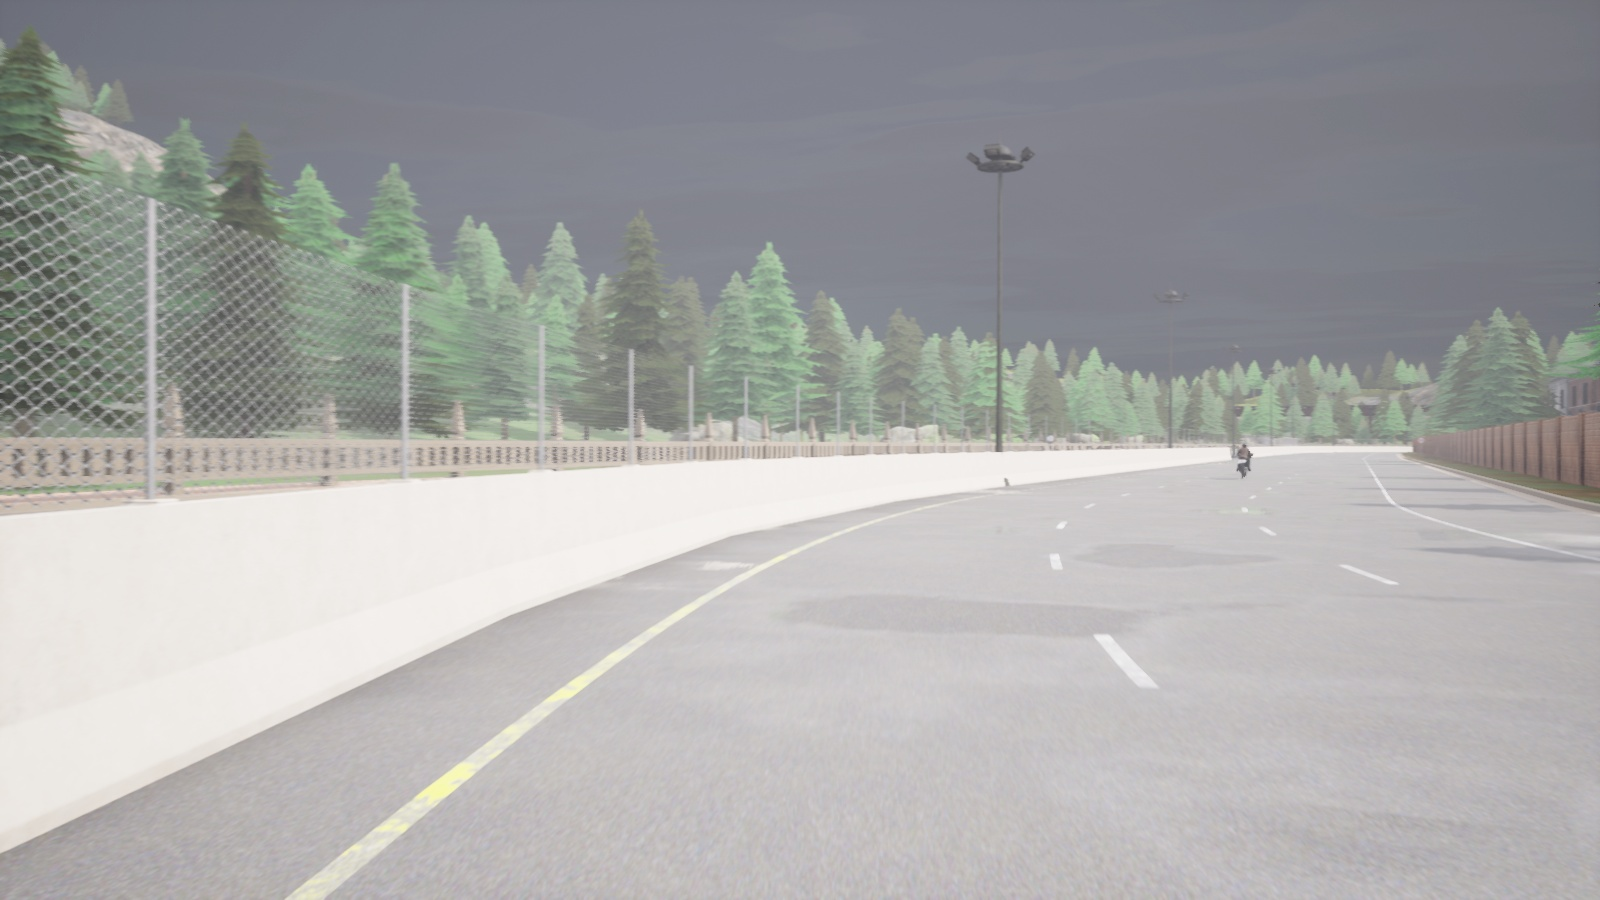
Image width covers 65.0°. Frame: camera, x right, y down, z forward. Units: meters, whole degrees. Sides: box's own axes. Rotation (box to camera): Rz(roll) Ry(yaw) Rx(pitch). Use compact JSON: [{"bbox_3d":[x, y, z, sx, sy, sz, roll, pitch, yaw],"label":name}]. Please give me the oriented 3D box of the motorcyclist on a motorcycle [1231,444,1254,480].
[{"bbox_3d":[19.222,0.519,54.521,0.797,1.523,2.044,0,0,24],"label":"motorcyclist on a motorcycle"}]
